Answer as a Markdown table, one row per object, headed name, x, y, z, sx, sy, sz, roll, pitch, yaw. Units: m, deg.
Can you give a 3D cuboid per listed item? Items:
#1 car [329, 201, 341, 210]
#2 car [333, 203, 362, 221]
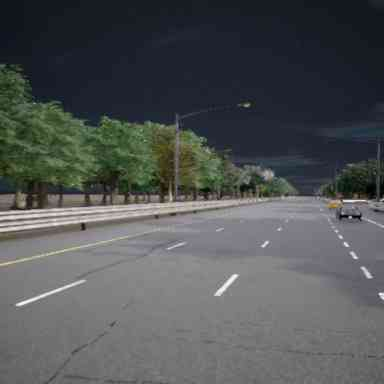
| name | x | y | z | sx | sy | sz | roll | pitch | yaw |
| --- | --- | --- | --- | --- | --- | --- | --- | --- | --- |
| car | 23.819 | 2.149 | 55.039 | 1.882 | 1.535 | 5.008 | 0 | -1 | 25 |
| car | 15.004 | 1.995 | 31.988 | 1.895 | 1.301 | 4.718 | 1 | 0 | 20 |
